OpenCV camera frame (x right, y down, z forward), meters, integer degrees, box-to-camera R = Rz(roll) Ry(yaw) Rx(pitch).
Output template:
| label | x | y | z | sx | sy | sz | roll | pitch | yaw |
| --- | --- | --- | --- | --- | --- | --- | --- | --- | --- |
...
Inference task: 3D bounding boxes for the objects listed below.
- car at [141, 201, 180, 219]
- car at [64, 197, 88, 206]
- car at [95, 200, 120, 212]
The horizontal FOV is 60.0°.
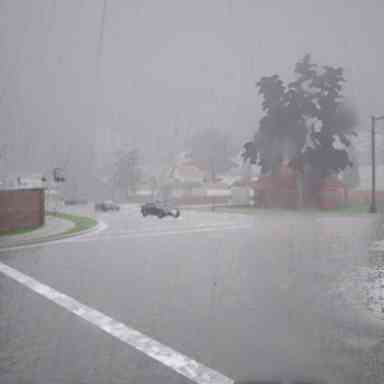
| label | x | y | z | sx | sy | sz | roll | pitch | yaw |
| --- | --- | --- | --- | --- | --- | --- | --- | --- | --- |
| car | -2.958 | 1.600 | 30.568 | 2.128 | 1.511 | 4.902 | 0 | 0 | -37 |
| car | -20.608 | 1.699 | 59.058 | 4.892 | 1.490 | 1.837 | 0 | 0 | 33 |
| car | -10.420 | 1.668 | 40.630 | 1.812 | 1.442 | 4.674 | 0 | 0 | -36 |
